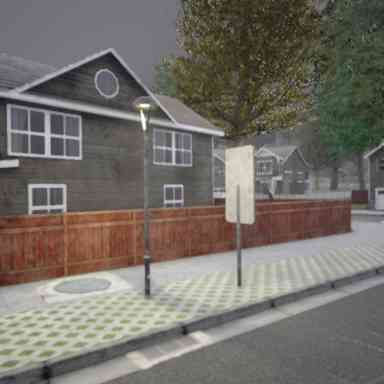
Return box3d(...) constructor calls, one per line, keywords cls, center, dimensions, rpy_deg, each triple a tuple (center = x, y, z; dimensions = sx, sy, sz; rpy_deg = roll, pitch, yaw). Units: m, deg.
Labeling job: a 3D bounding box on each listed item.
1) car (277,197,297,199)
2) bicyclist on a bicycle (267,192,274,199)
box3d(cls="car", center=(7.475, 1.110, 24.542), dimensions=(5.008, 1.535, 1.882), rpy_deg=(0, 1, 43))
box3d(cls="bicyclist on a bicycle", center=(7.629, 0.827, 32.399), dimensions=(0.582, 1.620, 1.656), rpy_deg=(0, 1, 43))
